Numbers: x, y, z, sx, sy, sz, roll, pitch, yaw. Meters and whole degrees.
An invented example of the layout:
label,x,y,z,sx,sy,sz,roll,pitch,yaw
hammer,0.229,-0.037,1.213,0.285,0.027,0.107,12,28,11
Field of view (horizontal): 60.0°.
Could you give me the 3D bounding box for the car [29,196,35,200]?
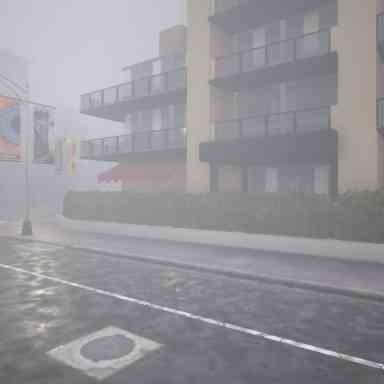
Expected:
label,x,y,z,sx,sy,sz,roll,pitch,yaw
car,-36.054,1.481,72.144,4.892,1.521,2.231,0,0,36
